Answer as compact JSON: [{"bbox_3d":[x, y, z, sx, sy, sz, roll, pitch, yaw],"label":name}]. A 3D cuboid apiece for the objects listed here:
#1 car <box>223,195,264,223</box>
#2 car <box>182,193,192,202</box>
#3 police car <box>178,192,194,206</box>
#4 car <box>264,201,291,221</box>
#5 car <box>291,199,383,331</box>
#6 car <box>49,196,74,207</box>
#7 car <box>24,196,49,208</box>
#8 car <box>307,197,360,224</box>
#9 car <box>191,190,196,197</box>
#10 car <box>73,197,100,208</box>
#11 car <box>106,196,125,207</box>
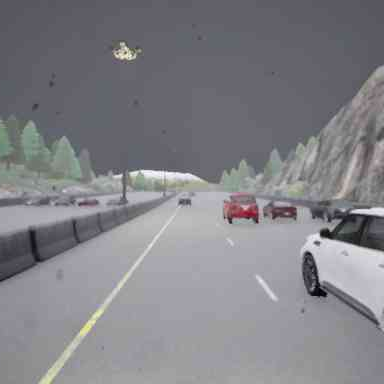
[{"bbox_3d":[3.618,1.202,25.161,2.150,2.045,5.566,0,0,0],"label":"car"},{"bbox_3d":[-1.003,1.019,64.441,1.812,1.442,4.674,0,1,0],"label":"car"},{"bbox_3d":[-1.015,1.181,48.535,1.930,1.638,5.238,0,1,0],"label":"police car"},{"bbox_3d":[7.120,1.446,27.380,1.882,1.535,5.008,0,0,0],"label":"car"},{"bbox_3d":[3.604,1.238,5.467,2.150,2.045,5.566,0,0,0],"label":"car"},{"bbox_3d":[-17.545,1.291,46.322,1.837,1.490,4.892,0,1,0],"label":"car"},{"bbox_3d":[-21.046,1.289,45.491,2.128,1.511,4.902,0,1,0],"label":"car"},{"bbox_3d":[10.618,1.330,25.435,2.097,1.767,4.553,0,0,0],"label":"car"},{"bbox_3d":[0.062,0.538,84.009,2.033,1.411,5.357,0,1,0],"label":"car"},{"bbox_3d":[-14.045,1.400,45.329,1.895,1.301,4.718,0,1,0],"label":"car"},{"bbox_3d":[-10.542,1.314,46.163,1.812,1.442,4.674,0,1,0],"label":"car"}]
